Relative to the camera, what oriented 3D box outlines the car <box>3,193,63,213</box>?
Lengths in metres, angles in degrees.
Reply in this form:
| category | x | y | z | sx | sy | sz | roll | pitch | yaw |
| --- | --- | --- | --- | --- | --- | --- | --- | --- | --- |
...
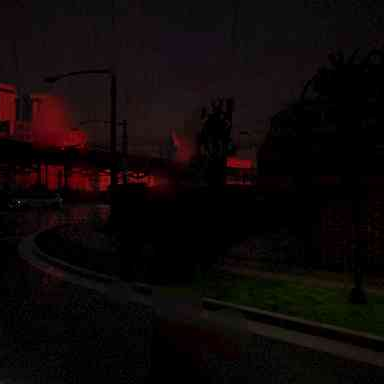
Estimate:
| category | x | y | z | sx | sy | sz | roll | pitch | yaw |
| --- | --- | --- | --- | --- | --- | --- | --- | --- | --- |
| car | -17.108 | 1.121 | 36.678 | 2.150 | 2.045 | 5.566 | 0 | 1 | 37 |

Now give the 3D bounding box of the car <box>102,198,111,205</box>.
| category | x | y | z | sx | sy | sz | roll | pitch | yaw |
| --- | --- | --- | --- | --- | --- | --- | --- | --- | --- |
| car | -11.303 | 1.257 | 50.198 | 1.812 | 1.442 | 4.674 | 0 | 1 | 37 |

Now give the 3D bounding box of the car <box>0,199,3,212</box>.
| category | x | y | z | sx | sy | sz | roll | pitch | yaw |
| --- | --- | --- | --- | --- | --- | --- | --- | --- | --- |
| car | -20.669 | 1.264 | 37.791 | 2.097 | 1.767 | 4.553 | 0 | 0 | 37 |
